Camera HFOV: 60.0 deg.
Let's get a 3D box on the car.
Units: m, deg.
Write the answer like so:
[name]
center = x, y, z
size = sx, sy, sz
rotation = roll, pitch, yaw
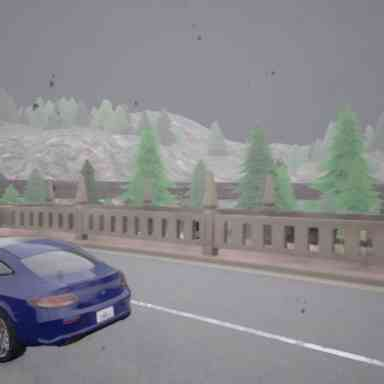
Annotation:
[car]
center = -3.139, 1.506, 5.773
size = 4.674, 1.442, 1.812
rotation = 0, 0, 32
